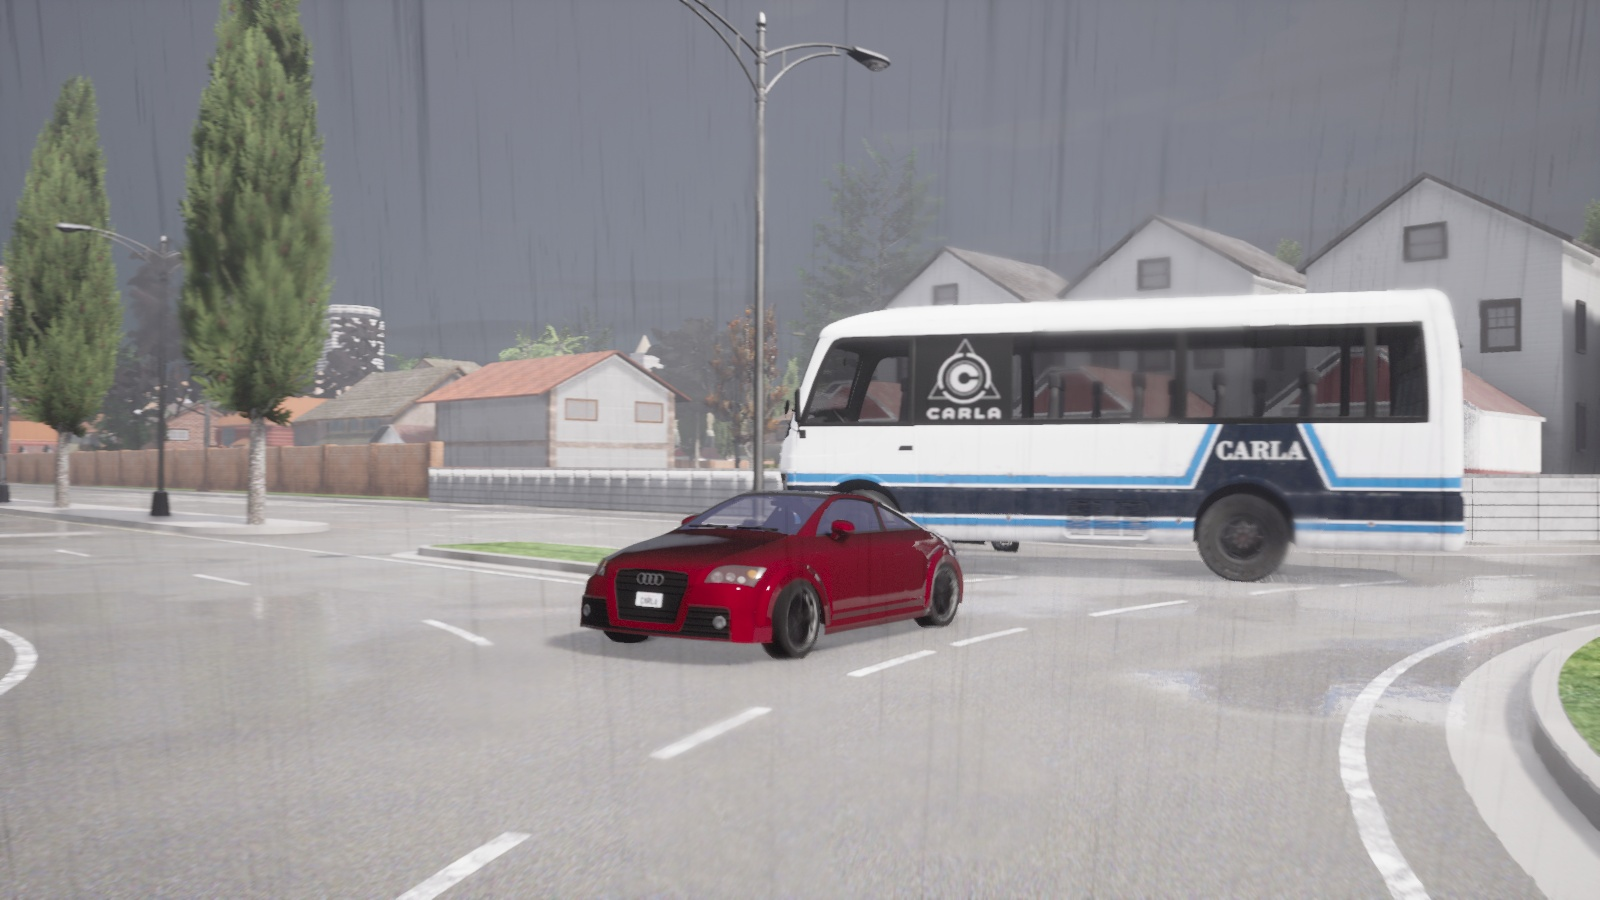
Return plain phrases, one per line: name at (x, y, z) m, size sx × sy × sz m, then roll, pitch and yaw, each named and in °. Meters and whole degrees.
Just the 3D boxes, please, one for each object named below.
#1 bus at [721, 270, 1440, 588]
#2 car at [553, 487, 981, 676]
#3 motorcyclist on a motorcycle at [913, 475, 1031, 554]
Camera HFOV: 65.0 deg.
bus at (4.249, -0.233, 20.227) m, size 10.273 × 4.253 × 3.944 m, roll 0°, pitch 0°, yaw 18°
car at (-0.116, 1.079, 11.950) m, size 1.994 × 1.385 × 4.181 m, roll -1°, pitch -1°, yaw 34°
motorcyclist on a motorcycle at (3.426, 1.263, 25.144) m, size 2.191 × 1.530 × 0.866 m, roll -1°, pitch -2°, yaw 38°
